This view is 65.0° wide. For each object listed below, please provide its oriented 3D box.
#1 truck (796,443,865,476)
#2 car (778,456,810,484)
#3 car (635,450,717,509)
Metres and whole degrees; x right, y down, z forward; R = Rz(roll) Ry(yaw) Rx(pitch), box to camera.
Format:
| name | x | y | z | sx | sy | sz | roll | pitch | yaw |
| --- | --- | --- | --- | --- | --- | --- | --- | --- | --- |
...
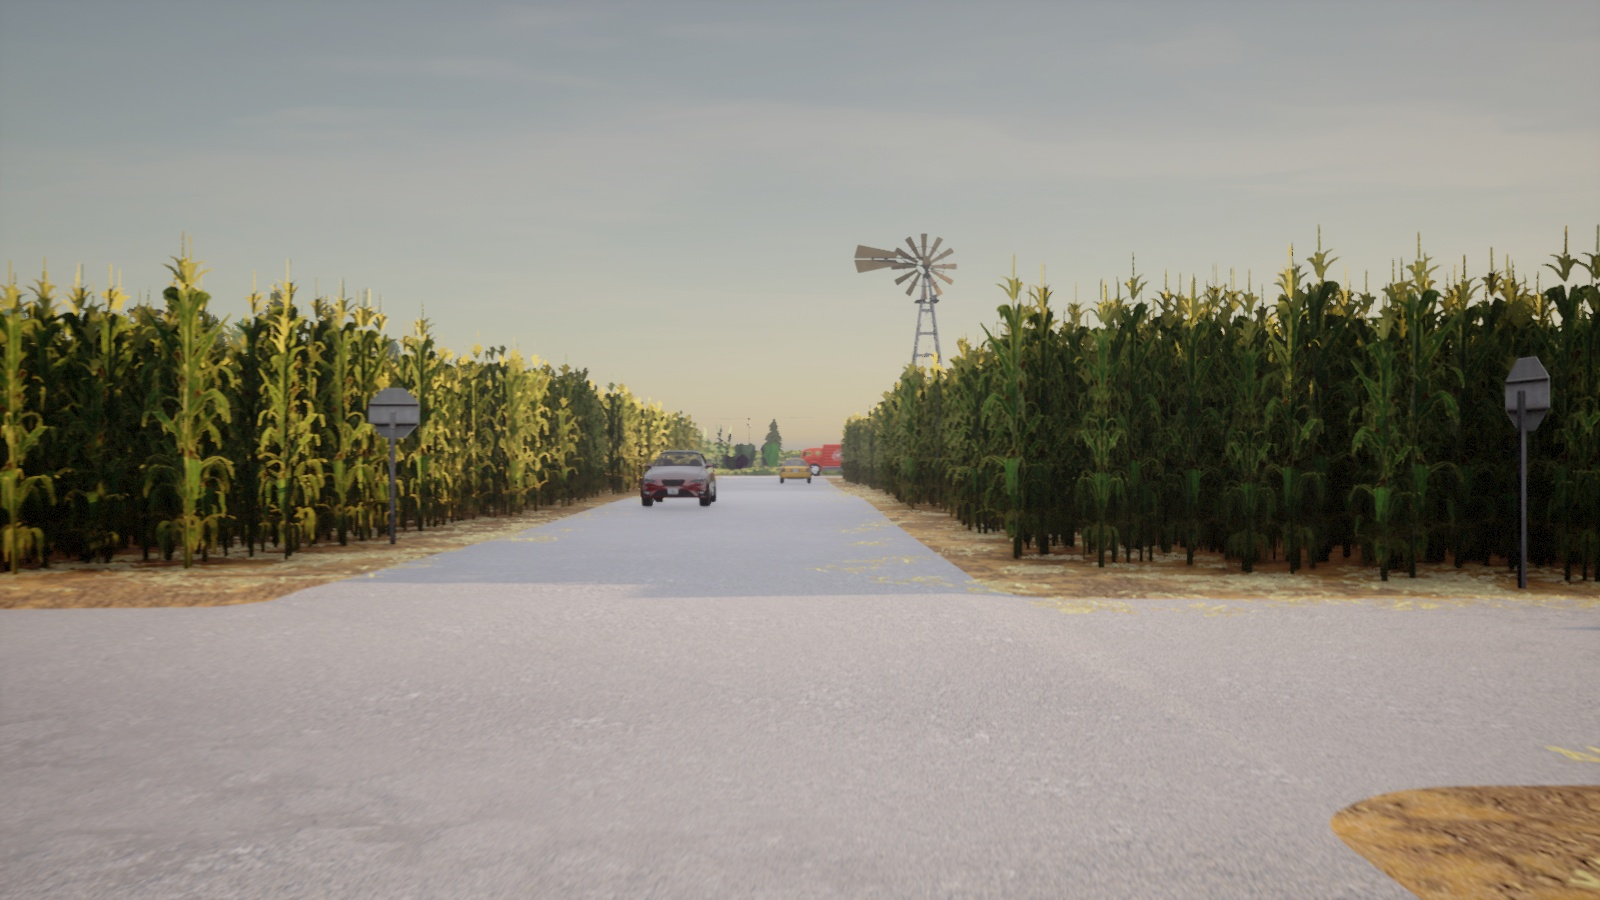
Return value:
| name | x | y | z | sx | sy | sz | roll | pitch | yaw |
| --- | --- | --- | --- | --- | --- | --- | --- | --- | --- |
| truck | 2.385 | 0.763 | 96.251 | 5.204 | 2.467 | 2.627 | 0 | -1 | 2 |
| car | -0.346 | 1.121 | 73.483 | 1.801 | 1.575 | 5.366 | 0 | 0 | 0 |
| car | -3.262 | 0.740 | 33.734 | 1.816 | 1.474 | 4.193 | 0 | 0 | 0 |
